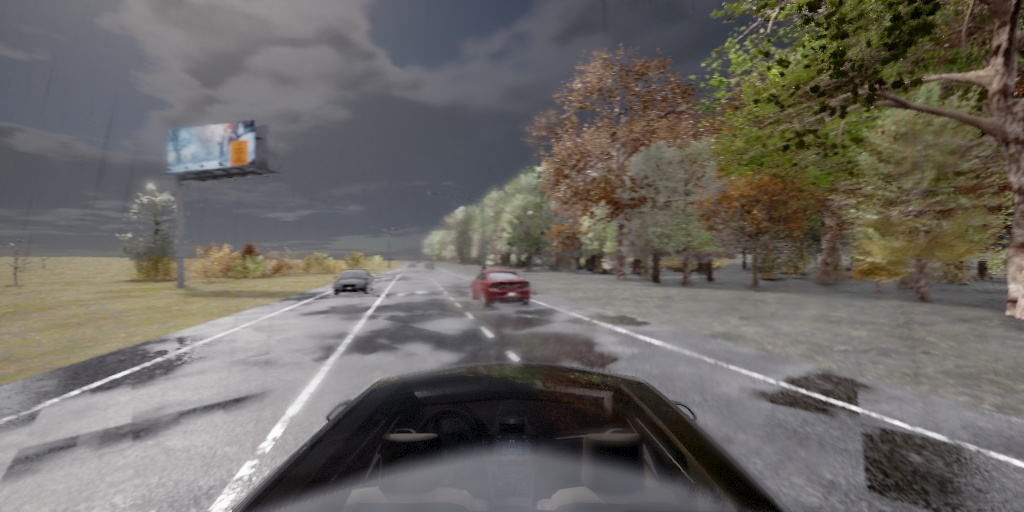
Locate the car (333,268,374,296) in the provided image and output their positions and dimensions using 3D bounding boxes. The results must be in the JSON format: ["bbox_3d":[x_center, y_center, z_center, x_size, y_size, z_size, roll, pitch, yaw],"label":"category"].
[{"bbox_3d":[-9.570,1.536,21.940,1.837,1.490,4.892,-1,0,-16],"label":"car"}]

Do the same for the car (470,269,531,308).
[{"bbox_3d":[-0.655,1.345,16.091,1.882,1.535,5.008,-1,0,-16],"label":"car"}]
